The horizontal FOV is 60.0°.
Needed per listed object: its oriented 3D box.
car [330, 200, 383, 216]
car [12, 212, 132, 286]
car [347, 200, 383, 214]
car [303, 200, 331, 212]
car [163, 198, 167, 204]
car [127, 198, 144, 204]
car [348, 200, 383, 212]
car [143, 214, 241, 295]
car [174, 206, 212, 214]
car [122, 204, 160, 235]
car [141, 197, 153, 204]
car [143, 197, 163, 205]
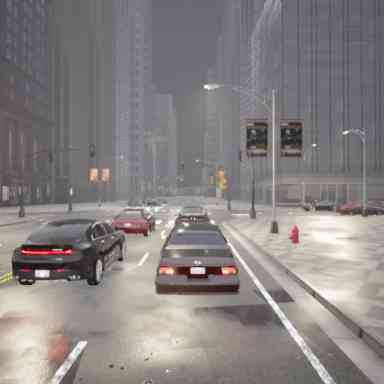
[{"bbox_3d":[15.321,1.569,30.320,4.206,1.307,1.802,0,0,-1],"label":"car"},{"bbox_3d":[-3.150,1.511,9.442,1.837,1.490,4.892,0,-1,0],"label":"car"},{"bbox_3d":[19.408,1.604,36.149,4.181,1.385,1.994,0,-1,-1],"label":"car"},{"bbox_3d":[15.192,1.652,38.843,4.313,1.339,1.947,0,0,-1],"label":"car"},{"bbox_3d":[-6.486,1.917,71.470,1.994,1.385,4.181,0,0,0],"label":"car"},{"bbox_3d":[-9.817,1.760,56.840,1.837,1.490,4.892,0,0,0],"label":"car"},{"bbox_3d":[20.832,1.633,38.930,4.313,1.339,1.947,0,0,-1],"label":"car"},{"bbox_3d":[0.108,1.555,8.853,2.033,1.411,5.357,0,0,0],"label":"car"},{"bbox_3d":[0.050,1.538,18.592,1.837,1.490,4.892,0,0,1],"label":"car"},{"bbox_3d":[-3.147,1.597,18.338,1.994,1.385,4.181,0,0,0],"label":"car"},{"bbox_3d":[-9.736,1.869,71.930,1.837,1.490,4.892,0,0,0],"label":"car"},{"bbox_3d":[-6.570,1.854,56.431,1.895,1.301,4.718,0,0,0],"label":"car"}]
